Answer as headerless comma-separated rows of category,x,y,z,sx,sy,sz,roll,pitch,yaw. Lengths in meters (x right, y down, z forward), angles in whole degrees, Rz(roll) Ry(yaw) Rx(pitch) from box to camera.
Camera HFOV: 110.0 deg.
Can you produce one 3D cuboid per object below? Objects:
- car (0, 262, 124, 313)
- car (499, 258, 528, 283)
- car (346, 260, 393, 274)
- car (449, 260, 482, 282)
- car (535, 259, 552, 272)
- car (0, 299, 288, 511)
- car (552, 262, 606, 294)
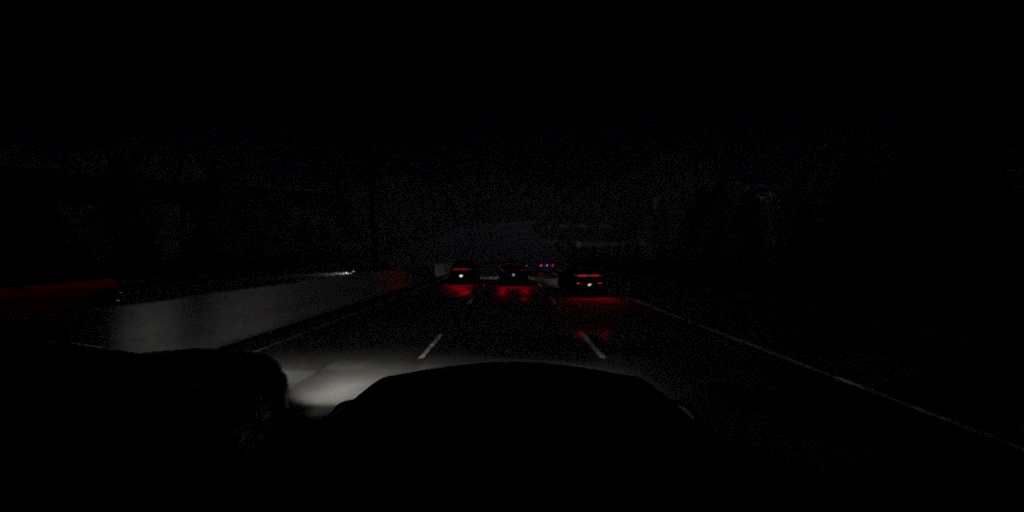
car,-14.085,1.040,10.029,2.097,1.767,4.553,0,0,0
car,0.096,1.052,25.340,1.882,1.535,5.008,0,0,0
car,-10.555,1.083,27.540,1.812,1.442,4.674,0,0,1
car,-3.405,1.070,26.371,1.837,1.490,4.892,0,0,0
car,3.593,1.016,39.373,2.033,1.411,5.357,0,0,0
car,-3.400,1.250,2.014,1.837,1.490,4.892,0,0,0
car,3.597,1.111,19.000,2.128,1.511,4.902,0,0,0
